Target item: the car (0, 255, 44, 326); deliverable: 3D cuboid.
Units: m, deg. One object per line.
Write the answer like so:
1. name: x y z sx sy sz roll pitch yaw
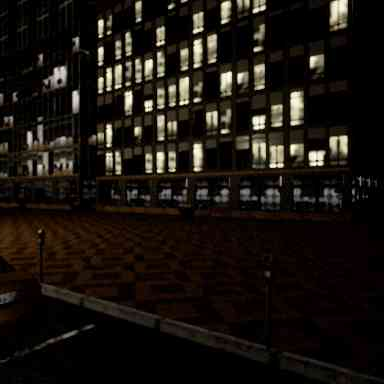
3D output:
1. car: -4.699 1.562 6.228 4.829 1.417 1.752 0 0 36
